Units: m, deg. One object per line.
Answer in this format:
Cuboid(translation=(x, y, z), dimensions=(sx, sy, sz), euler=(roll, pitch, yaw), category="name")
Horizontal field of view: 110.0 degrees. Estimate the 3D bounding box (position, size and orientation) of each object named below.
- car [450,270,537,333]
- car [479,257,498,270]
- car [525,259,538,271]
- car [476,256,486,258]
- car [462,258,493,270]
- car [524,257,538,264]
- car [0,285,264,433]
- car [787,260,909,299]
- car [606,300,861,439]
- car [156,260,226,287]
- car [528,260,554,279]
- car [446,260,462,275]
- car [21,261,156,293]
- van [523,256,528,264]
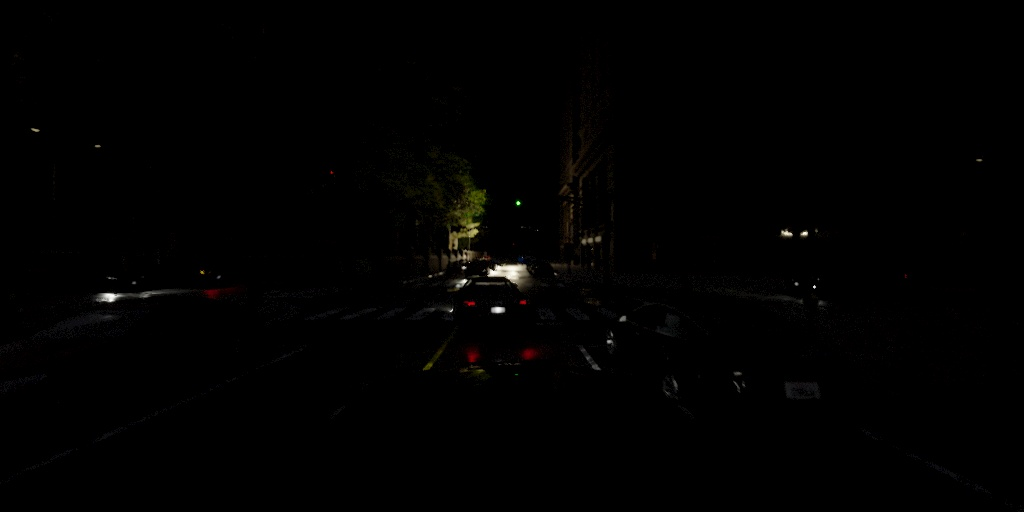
Cuboid(translation=(-0.721, 1.306, 10.816), dimensions=(1.994, 1.385, 4.181), euler=(0, 0, -11), category="car")
Cuboid(translation=(-3.119, 1.206, 45.862), dimensions=(1.812, 1.442, 4.674), euler=(0, 1, 1), category="car")
Cuboid(translation=(2.736, 1.261, 37.345), dimensions=(1.948, 1.339, 4.313), euler=(0, 0, 0), category="car")
Cuboid(translation=(-5.805, 1.092, 59.040), dimensions=(1.967, 1.591, 4.097), euler=(0, 0, 0), category="car")
Cuboid(translation=(-3.117, 1.180, 33.019), dimensions=(1.882, 1.535, 5.008), euler=(0, 0, 0), category="car")
Cuboid(translation=(2.732, 1.211, 42.935), dimensions=(1.751, 1.417, 4.829), euler=(0, 0, 0), category="car")
Cuboid(translation=(-5.765, 1.327, 5.499), dimensions=(1.802, 1.307, 4.207), euler=(0, 0, 0), category="car")
Cuboid(translation=(18.719, 1.254, 20.107), dimensions=(5.566, 2.045, 2.150), euler=(1, 0, 0), category="car")
Cuboid(translation=(2.761, 1.311, 5.487), dimensions=(1.948, 1.339, 4.313), euler=(0, 0, 0), category="car")
Cuboid(translation=(-18.784, 0.952, 20.155), dimensions=(4.674, 1.442, 1.812), euler=(1, 0, 0), category="car")
Cuboid(translation=(2.741, 1.270, 31.924), dimensions=(1.948, 1.339, 4.313), euler=(0, 0, 0), category="car")
Cuboid(translation=(-5.789, 1.245, 37.358), dimensions=(2.007, 1.370, 4.403), euler=(0, 0, 0), category="car")
Cuboid(translation=(-20.152, 0.946, 16.915), dimensions=(4.674, 1.442, 1.812), euler=(1, 0, 0), category="car")
Cuboid(translation=(2.728, 1.016, 48.186), dimensions=(1.690, 1.789, 3.998), euler=(0, 0, 0), category="van")
